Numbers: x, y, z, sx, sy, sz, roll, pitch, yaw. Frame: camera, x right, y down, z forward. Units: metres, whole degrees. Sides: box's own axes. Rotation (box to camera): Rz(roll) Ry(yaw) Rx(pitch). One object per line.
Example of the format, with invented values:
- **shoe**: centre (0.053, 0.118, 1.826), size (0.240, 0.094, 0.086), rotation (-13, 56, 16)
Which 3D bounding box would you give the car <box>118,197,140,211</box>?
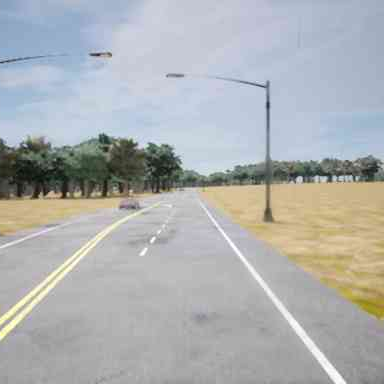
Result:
- **car**: centre (-7.267, 1.354, 38.812), size (1.812, 1.442, 4.674), rotation (0, 1, 0)
